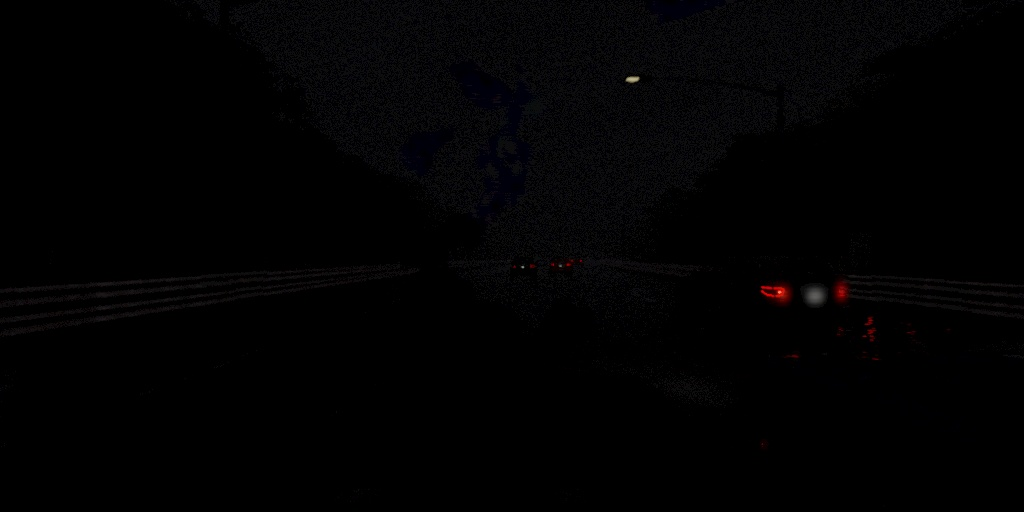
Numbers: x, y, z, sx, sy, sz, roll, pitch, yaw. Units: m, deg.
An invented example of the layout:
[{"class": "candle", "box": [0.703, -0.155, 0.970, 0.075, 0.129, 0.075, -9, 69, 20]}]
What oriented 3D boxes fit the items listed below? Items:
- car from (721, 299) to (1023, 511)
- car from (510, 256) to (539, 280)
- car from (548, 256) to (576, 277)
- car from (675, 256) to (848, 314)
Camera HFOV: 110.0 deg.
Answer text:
[{"class": "car", "box": [3.558, 1.298, 2.170, 1.812, 1.442, 4.674, 0, 0, 0]}, {"class": "car", "box": [1.081, 0.998, 31.741, 2.150, 2.045, 5.566, 0, 0, 4]}, {"class": "car", "box": [4.875, 1.023, 36.267, 2.150, 2.045, 5.566, 0, 0, 5]}, {"class": "car", "box": [7.092, 1.020, 10.976, 2.150, 2.045, 5.566, 0, 0, 2]}]
